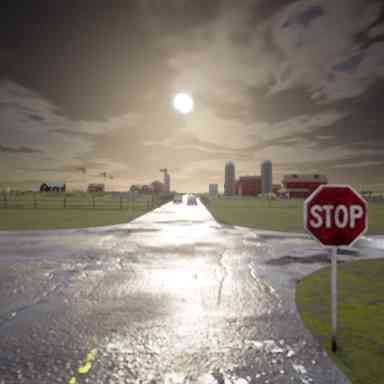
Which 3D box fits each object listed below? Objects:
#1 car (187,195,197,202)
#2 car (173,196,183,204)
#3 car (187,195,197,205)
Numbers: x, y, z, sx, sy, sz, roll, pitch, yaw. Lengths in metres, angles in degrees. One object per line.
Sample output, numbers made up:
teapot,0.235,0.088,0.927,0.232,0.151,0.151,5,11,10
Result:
car,-0.015,1.339,70.728,1.882,1.535,5.008,0,0,0
car,-2.765,1.485,65.724,1.837,1.490,4.892,0,0,0
car,-0.011,1.529,60.306,2.033,1.411,5.357,0,0,0
